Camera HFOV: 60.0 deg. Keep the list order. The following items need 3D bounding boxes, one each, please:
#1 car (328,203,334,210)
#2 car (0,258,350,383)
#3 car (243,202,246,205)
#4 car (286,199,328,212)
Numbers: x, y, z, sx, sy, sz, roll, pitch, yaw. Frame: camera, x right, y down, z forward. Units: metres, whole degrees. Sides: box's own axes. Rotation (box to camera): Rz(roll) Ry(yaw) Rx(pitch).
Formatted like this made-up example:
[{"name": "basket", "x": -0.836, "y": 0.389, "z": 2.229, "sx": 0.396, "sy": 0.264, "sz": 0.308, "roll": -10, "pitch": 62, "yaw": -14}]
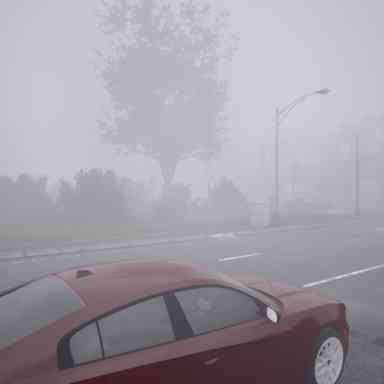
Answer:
[{"name": "car", "x": 15.686, "y": 1.563, "z": 41.956, "sx": 1.994, "sy": 1.385, "sz": 4.181, "roll": 0, "pitch": 0, "yaw": -32}, {"name": "car", "x": -0.315, "y": 1.478, "z": 3.520, "sx": 5.008, "sy": 1.535, "sz": 1.882, "roll": 0, "pitch": 0, "yaw": -35}, {"name": "car", "x": 7.108, "y": 1.532, "z": 55.407, "sx": 1.994, "sy": 1.385, "sz": 4.181, "roll": 0, "pitch": 0, "yaw": -33}, {"name": "car", "x": 13.209, "y": 1.525, "z": 39.325, "sx": 1.812, "sy": 1.442, "sz": 4.674, "roll": 0, "pitch": 0, "yaw": -32}]
